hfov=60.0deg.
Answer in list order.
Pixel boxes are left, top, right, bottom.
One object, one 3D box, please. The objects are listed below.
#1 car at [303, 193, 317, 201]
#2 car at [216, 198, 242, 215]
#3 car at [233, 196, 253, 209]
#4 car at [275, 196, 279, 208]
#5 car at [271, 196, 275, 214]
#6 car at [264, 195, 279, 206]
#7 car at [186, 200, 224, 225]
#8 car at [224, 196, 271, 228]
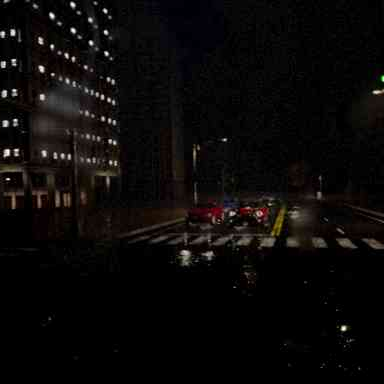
[{"bbox_3d":[21.232,0.910,60.031,1.812,1.442,4.674,-1,0,12],"label":"car"},{"bbox_3d":[3.775,1.402,33.175,1.812,1.442,4.674,-1,0,16],"label":"car"},{"bbox_3d":[6.687,1.294,43.122,1.837,1.490,4.892,-1,0,17],"label":"car"},{"bbox_3d":[8.855,1.231,38.948,2.128,1.511,4.902,-1,0,17],"label":"car"},{"bbox_3d":[6.153,1.325,29.716,1.837,1.490,4.892,-1,0,16],"label":"car"},{"bbox_3d":[11.665,1.218,48.580,1.994,1.385,4.181,-1,0,16],"label":"car"},{"bbox_3d":[0.995,1.435,23.652,1.882,1.535,5.008,-1,0,16],"label":"car"},{"bbox_3d":[3.658,1.244,21.180,2.097,1.767,4.553,-1,0,16],"label":"car"}]
